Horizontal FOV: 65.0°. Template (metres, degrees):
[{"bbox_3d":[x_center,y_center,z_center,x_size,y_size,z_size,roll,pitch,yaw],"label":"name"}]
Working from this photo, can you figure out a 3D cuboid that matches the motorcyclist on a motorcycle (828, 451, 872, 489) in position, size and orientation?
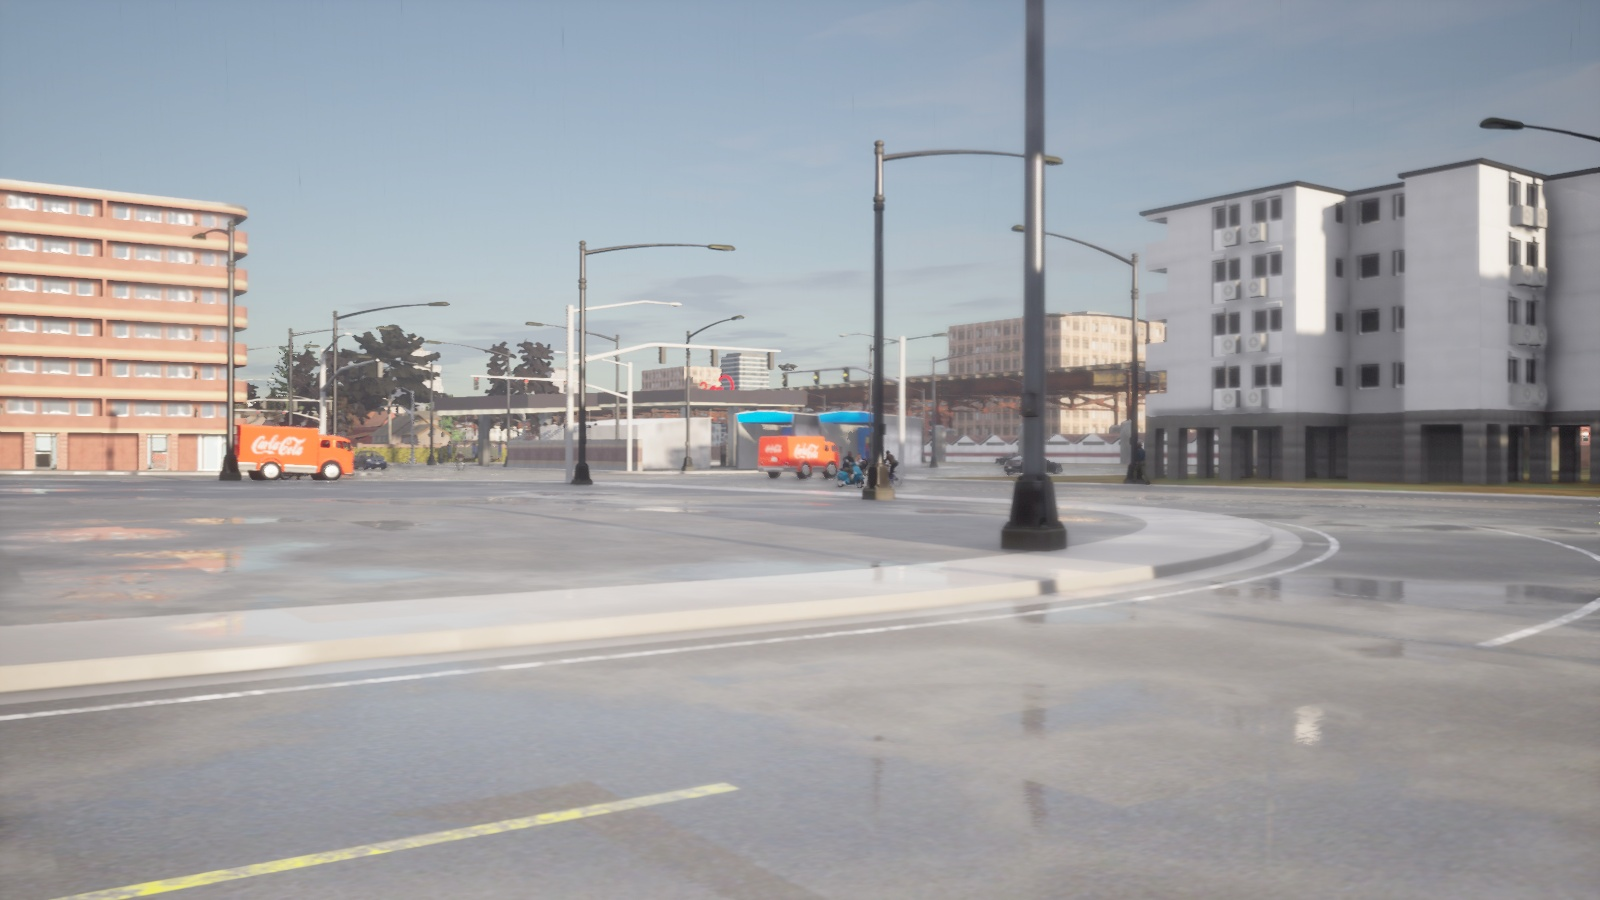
[{"bbox_3d":[2.102,0.827,52.817,0.866,1.590,1.817,0,0,-37],"label":"motorcyclist on a motorcycle"}]

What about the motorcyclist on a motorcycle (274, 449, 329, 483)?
[{"bbox_3d":[-24.229,0.776,61.056,2.350,1.649,0.766,1,-1,-36],"label":"motorcyclist on a motorcycle"}]

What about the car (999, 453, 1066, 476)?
[{"bbox_3d":[15.632,0.950,84.295,4.674,1.442,1.812,0,0,-39],"label":"car"}]

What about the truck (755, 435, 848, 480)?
[{"bbox_3d":[0.142,0.440,72.692,2.627,2.467,5.204,-1,-1,40],"label":"truck"}]

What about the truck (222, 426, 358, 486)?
[{"bbox_3d":[-23.327,0.287,57.490,5.204,2.467,2.627,3,-2,-35],"label":"truck"}]

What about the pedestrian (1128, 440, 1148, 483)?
[{"bbox_3d":[14.624,0.501,54.317,0.370,1.835,0.726,0,0,-39],"label":"pedestrian"}]
